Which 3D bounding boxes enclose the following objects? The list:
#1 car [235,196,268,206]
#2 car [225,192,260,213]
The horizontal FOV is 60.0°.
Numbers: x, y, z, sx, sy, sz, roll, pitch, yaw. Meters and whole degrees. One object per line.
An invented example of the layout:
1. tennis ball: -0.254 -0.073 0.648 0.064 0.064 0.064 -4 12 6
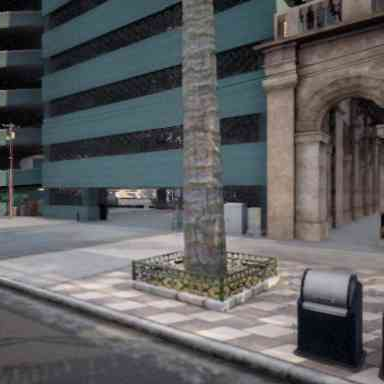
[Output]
1. car: 9.159 1.328 51.174 4.674 1.452 2.002 0 0 36
2. car: 4.275 1.032 22.709 5.566 2.045 2.435 0 0 36
